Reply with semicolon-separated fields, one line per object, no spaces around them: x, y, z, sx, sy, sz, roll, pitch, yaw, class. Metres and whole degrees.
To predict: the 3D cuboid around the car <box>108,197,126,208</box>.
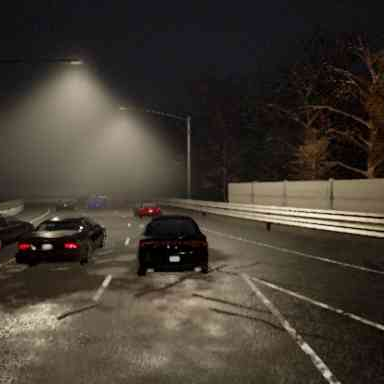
-10.612;1.378;46.763;1.882;1.535;5.008;0;0;-24;car

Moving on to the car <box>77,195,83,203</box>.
-20.602;1.356;63.985;1.882;1.535;5.008;0;0;-34;car

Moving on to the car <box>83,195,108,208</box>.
-12.165;1.396;41.619;1.882;1.535;5.008;0;0;-23;car

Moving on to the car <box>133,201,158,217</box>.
-3.912;1.497;28.670;1.994;1.385;4.181;0;0;-17;car

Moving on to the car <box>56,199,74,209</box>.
-15.164;1.495;39.712;1.994;1.385;4.181;0;0;-22;car

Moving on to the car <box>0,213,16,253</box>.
-7.919;1.534;13.001;2.033;1.411;5.357;0;0;-8;car

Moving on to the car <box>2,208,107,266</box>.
-4.227;1.528;11.537;2.033;1.411;5.357;0;0;-7;car

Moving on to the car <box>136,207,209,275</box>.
-0.655;1.452;10.470;1.882;1.535;5.008;0;0;-5;car
